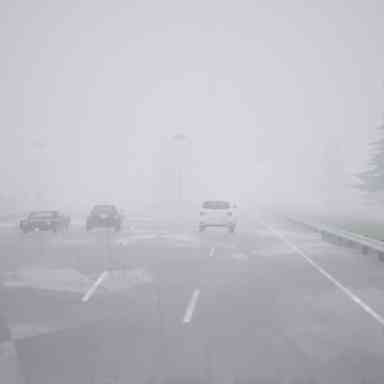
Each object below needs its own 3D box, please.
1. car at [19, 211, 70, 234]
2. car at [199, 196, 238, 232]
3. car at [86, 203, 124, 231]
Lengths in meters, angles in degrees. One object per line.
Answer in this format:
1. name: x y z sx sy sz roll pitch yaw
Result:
1. car: -9.054 1.835 20.946 1.895 1.301 4.718 0 -1 -8
2. car: 1.796 1.483 22.300 2.150 2.045 5.566 0 0 9
3. car: -5.809 1.608 22.662 2.097 1.767 4.553 0 -1 -8
